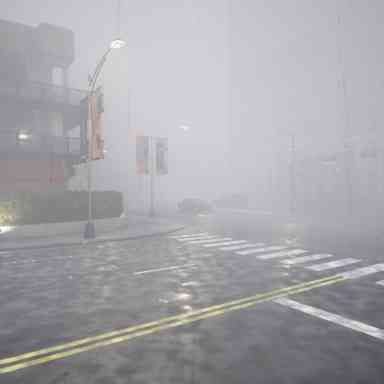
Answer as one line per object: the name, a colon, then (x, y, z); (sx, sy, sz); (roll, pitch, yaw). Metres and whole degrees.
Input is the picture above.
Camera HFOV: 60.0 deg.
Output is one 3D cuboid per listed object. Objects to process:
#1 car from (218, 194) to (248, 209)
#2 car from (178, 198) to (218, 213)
car: (5.081, 1.221, 44.591); (2.150, 2.045, 5.566); (0, 0, -35)
car: (0.300, 1.478, 37.145); (1.882, 1.535, 5.008); (0, 0, -35)
